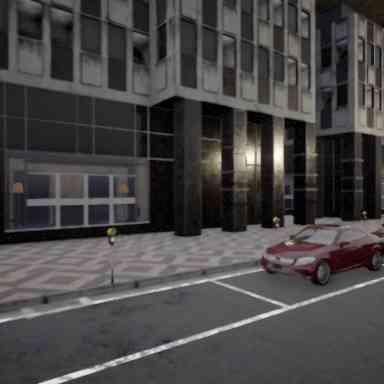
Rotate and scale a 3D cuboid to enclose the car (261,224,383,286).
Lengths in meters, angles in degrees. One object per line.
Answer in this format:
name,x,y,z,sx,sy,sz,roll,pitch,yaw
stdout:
car,3.797,1.581,9.358,4.206,1.307,1.802,0,0,-35
